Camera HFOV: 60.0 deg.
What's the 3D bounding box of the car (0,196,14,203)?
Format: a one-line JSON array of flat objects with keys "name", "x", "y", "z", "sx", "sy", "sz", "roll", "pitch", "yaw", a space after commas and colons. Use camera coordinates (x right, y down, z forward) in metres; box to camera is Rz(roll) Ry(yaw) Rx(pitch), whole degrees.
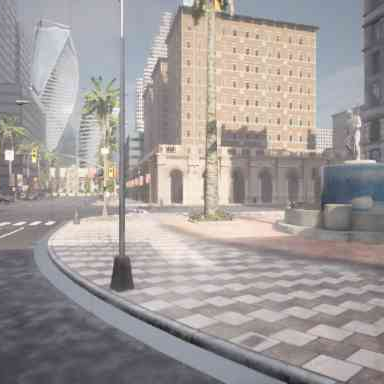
[{"name": "car", "x": -38.961, "y": 1.513, "z": 70.149, "sx": 2.161, "sy": 1.482, "sz": 4.786, "roll": 0, "pitch": 0, "yaw": -15}]
